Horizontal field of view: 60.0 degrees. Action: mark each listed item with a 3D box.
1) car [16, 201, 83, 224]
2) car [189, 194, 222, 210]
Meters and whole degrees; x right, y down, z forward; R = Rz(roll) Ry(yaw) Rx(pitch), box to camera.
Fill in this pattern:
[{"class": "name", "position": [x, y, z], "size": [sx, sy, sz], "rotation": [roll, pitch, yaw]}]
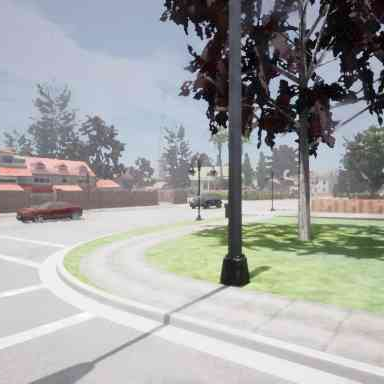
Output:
[{"class": "car", "position": [-10.763, 1.481, 25.452], "size": [1.882, 1.535, 5.008], "rotation": [0, 0, 34]}, {"class": "car", "position": [1.899, 1.225, 44.078], "size": [2.150, 2.045, 5.566], "rotation": [0, 0, 34]}]
